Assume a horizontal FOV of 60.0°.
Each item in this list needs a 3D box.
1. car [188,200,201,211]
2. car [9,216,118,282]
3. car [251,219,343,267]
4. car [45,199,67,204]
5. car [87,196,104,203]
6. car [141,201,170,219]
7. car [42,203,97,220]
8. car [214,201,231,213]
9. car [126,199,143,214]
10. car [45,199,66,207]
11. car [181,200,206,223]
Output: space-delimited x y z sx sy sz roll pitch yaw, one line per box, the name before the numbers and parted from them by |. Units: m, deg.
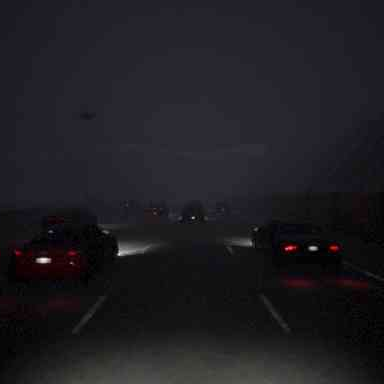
car | 0.350 1.899 48.333 1.837 1.490 4.892 0 0 0
car | -3.576 1.638 10.033 1.994 1.385 4.181 0 0 0
car | 3.415 1.653 11.842 2.033 1.411 5.357 0 0 0
car | -20.781 1.851 50.892 1.882 1.535 5.008 0 0 0
car | -17.321 1.665 59.608 2.150 2.045 5.566 0 0 0
car | -3.295 1.749 32.516 2.128 1.511 4.902 0 0 1
car | -7.006 1.621 19.572 1.882 1.535 5.008 0 0 1
car | 3.836 1.862 42.690 1.837 1.490 4.892 0 0 0
car | -6.683 1.668 40.823 2.097 1.767 4.553 0 -1 0
car | -24.318 2.023 59.494 1.895 1.301 4.718 0 0 0
car | 0.134 1.733 27.966 1.837 1.490 4.892 0 0 1
